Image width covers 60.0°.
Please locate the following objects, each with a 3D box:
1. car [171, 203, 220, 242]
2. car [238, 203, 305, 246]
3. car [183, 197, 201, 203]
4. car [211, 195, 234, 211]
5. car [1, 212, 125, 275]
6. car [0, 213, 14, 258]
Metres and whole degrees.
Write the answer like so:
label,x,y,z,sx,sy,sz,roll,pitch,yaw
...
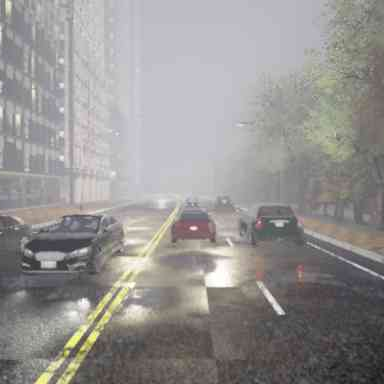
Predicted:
label,x,y,z,sx,sy,sz,roll,pitch,yaw
car,0.078,1.446,15.673,1.994,1.385,4.181,0,1,0
car,3.323,1.240,14.722,2.097,1.767,4.553,0,0,0
car,0.011,1.276,35.047,2.033,1.411,5.357,0,0,-1
car,3.238,1.073,35.896,2.097,1.767,4.553,0,0,-1
car,-3.335,1.415,10.209,2.128,1.511,4.902,0,0,0
car,-6.588,1.430,9.956,1.837,1.490,4.892,0,0,0
